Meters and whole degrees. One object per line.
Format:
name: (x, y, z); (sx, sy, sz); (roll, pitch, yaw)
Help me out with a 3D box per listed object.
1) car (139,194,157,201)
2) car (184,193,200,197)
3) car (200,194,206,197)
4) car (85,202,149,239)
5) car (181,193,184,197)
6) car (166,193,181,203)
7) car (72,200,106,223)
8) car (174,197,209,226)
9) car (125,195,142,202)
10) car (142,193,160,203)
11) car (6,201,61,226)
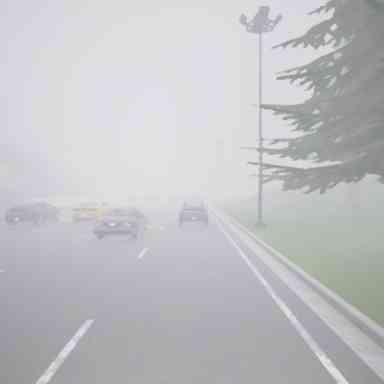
car: (-9.115, 1.126, 69.397); (1.895, 1.301, 4.718); (0, 0, 17)
car: (0.020, 1.116, 58.203); (1.837, 1.490, 4.892); (0, 0, 2)
car: (1.493, 1.060, 68.480); (2.033, 1.411, 5.357); (0, 0, 17)
car: (-3.397, 1.435, 16.679); (2.033, 1.411, 5.357); (0, 0, 0)
car: (-2.133, 0.998, 68.501); (2.128, 1.511, 4.902); (0, 0, 17)
car: (-3.474, 1.172, 58.592); (1.994, 1.385, 4.181); (0, 0, 2)
car: (-6.897, 1.319, 23.670); (1.882, 1.535, 5.008); (0, 0, 0)
car: (0.103, 1.343, 22.069); (2.128, 1.511, 4.902); (0, 0, 0)
car: (-10.468, 1.154, 58.869); (2.033, 1.411, 5.357); (0, 0, 2)
car: (-6.965, 0.957, 59.163); (2.097, 1.767, 4.553); (0, 0, 2)
car: (-10.396, 1.356, 22.165); (1.837, 1.490, 4.892); (0, 0, 0)
